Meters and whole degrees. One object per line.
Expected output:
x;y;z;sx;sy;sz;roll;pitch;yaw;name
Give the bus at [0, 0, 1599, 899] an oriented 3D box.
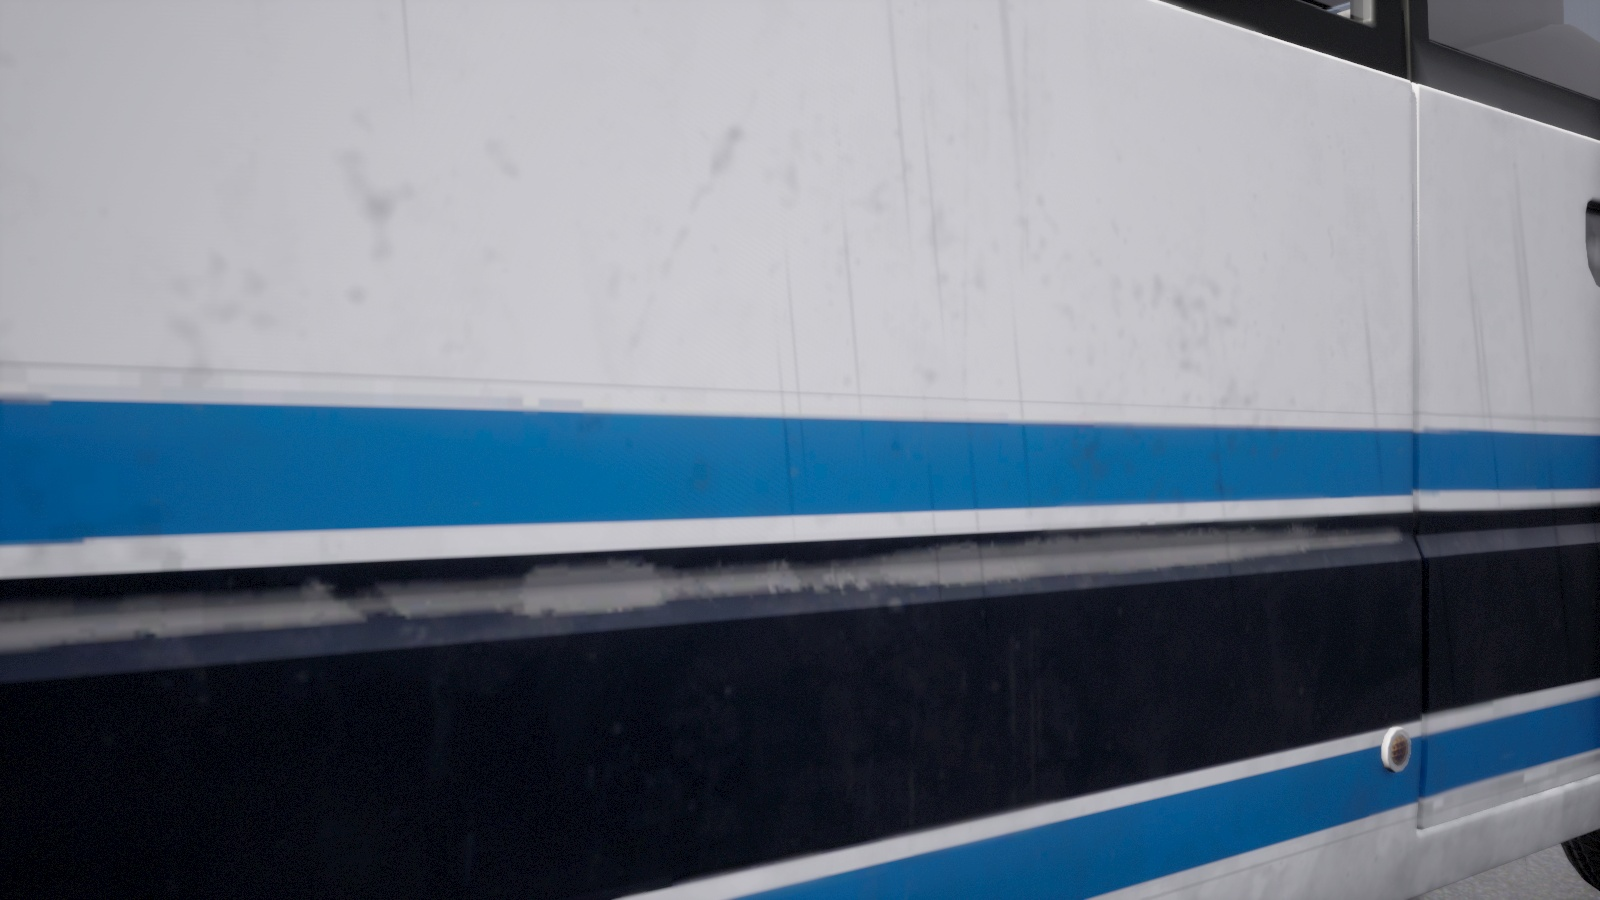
-0.308;-0.622;3.450;10.273;4.253;3.944;0;0;-35;bus
